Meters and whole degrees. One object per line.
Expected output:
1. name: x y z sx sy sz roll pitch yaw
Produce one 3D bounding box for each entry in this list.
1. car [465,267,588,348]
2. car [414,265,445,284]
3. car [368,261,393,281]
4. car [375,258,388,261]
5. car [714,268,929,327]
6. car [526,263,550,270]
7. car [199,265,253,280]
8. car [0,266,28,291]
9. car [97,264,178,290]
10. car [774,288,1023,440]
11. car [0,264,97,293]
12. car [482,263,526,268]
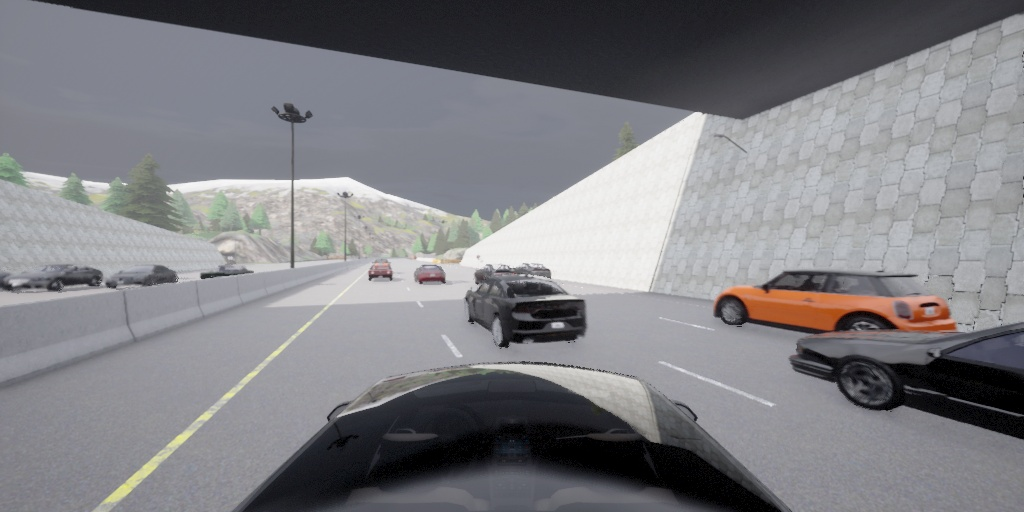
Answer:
1. car: 0.076 1.234 9.487 1.882 1.535 5.008 0 0 -20
2. car: -6.322 1.331 27.356 1.994 1.385 4.181 0 0 -20
3. car: -11.295 1.369 30.867 1.895 1.301 4.718 0 0 -20
4. car: -15.261 1.127 41.945 2.097 1.767 4.553 0 0 -20
5. car: 7.627 1.113 9.157 2.097 1.767 4.553 0 0 -20
6. car: 1.290 1.263 26.864 2.128 1.511 4.902 0 0 -20
7. car: -21.171 1.360 26.718 1.895 1.301 4.718 0 0 -20
8. car: -29.757 1.313 19.542 1.994 1.385 4.181 0 0 -20
9. car: -23.588 1.281 23.079 1.812 1.442 4.674 0 0 -20
10. car: 5.973 1.301 3.391 2.033 1.411 5.357 0 0 -19
11. car: -26.549 1.243 20.967 2.128 1.511 4.902 0 0 -20
12. car: -1.155 1.258 23.306 2.128 1.511 4.902 0 0 -20
